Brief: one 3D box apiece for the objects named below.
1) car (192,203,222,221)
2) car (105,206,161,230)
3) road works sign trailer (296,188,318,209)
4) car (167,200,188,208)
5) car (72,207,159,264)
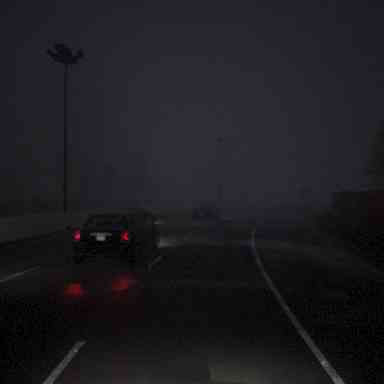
[{"bbox_3d":[1.478,1.816,31.089,1.882,1.535,5.008,0,-1,18],"label":"car"},{"bbox_3d":[-4.126,1.811,24.383,2.033,1.411,5.357,0,-1,14],"label":"car"},{"bbox_3d":[19.830,1.102,58.063,2.380,3.560,2.880,-1,-1,42],"label":"road works sign trailer"},{"bbox_3d":[-2.663,2.240,62.586,1.994,1.385,4.181,0,-1,33],"label":"car"},{"bbox_3d":[-2.641,1.488,12.537,2.097,1.767,4.553,0,-1,6],"label":"car"}]
